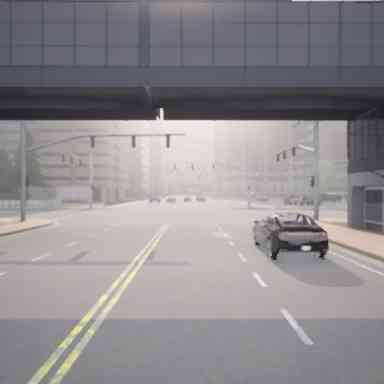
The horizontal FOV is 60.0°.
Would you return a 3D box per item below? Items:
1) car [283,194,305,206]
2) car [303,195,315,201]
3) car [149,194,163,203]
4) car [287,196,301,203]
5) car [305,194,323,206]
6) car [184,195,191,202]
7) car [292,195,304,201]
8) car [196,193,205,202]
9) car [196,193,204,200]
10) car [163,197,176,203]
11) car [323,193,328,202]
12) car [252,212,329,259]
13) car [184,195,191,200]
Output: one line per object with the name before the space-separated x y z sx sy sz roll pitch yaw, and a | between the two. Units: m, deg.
car | 16.604 1.285 55.066 1.932 1.855 4.605 0 0 0
car | 30.745 1.573 87.632 1.784 1.438 3.905 0 0 0
car | -8.070 1.395 72.192 2.150 2.045 5.566 0 0 0
car | 22.138 1.568 72.499 1.970 1.475 3.806 0 0 0
car | 19.498 1.288 55.022 1.905 1.878 3.866 0 0 0
car | -1.161 1.793 84.630 1.895 1.301 4.718 0 0 0
car | 27.850 1.604 87.622 1.970 1.475 3.806 0 0 0
car | 2.344 1.674 83.952 1.882 1.535 5.008 0 0 0
car | 2.273 1.272 93.757 2.150 2.045 5.566 0 0 0
car | -4.570 1.765 72.216 1.895 1.301 4.718 0 0 0
car | 33.428 1.363 87.693 1.932 1.855 4.605 0 0 0
car | 3.540 1.523 12.682 2.128 1.511 4.902 0 0 0
car | -1.227 1.524 93.701 1.882 1.535 5.008 0 0 0
